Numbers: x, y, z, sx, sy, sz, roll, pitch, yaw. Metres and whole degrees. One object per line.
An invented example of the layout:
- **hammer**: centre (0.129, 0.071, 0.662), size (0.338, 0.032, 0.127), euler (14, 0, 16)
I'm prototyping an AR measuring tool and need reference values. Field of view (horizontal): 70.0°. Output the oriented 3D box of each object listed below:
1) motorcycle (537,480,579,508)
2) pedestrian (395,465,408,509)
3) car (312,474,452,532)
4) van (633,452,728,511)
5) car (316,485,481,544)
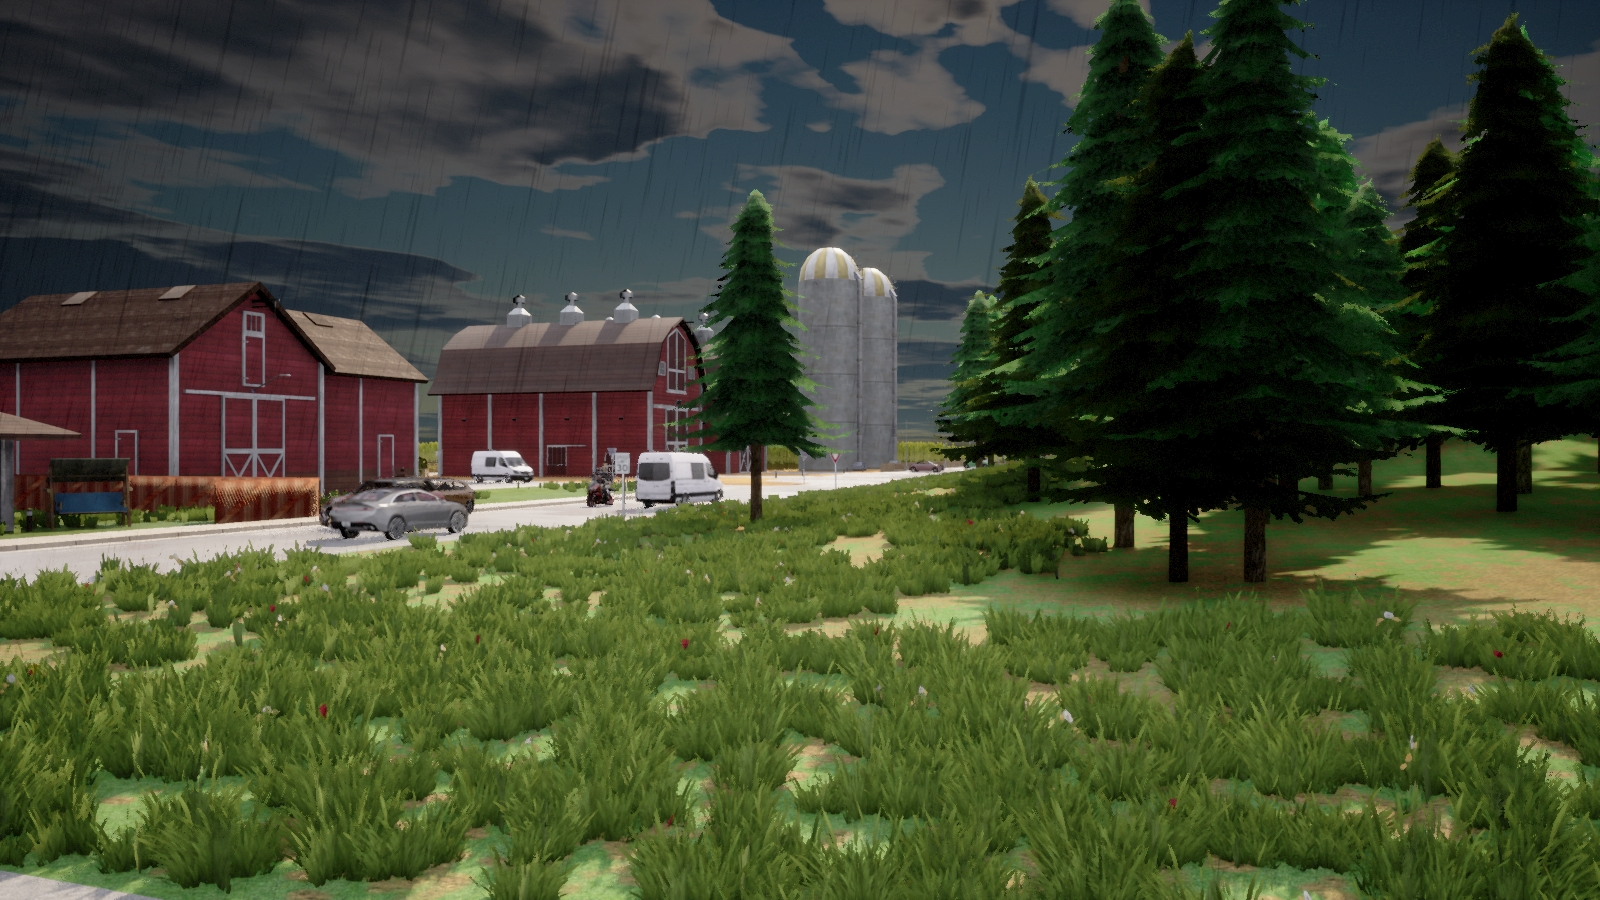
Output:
- **motorcycle**: centre (-11.366, 2.065, 53.777), size (0.867, 1.251, 2.209), euler (0, 0, 20)
- **pedestrian**: centre (-16.790, 1.555, 48.092), size (0.375, 1.860, 0.375), euler (0, 0, 14)
- **car**: centre (-14.285, 1.765, 39.337), size (2.097, 1.767, 4.553), euler (0, 0, 20)
- **van**: centre (-5.483, 1.394, 53.290), size (1.988, 2.561, 5.915), euler (0, 0, 20)
- **car**: centre (-12.152, 1.907, 34.950), size (2.128, 1.511, 4.902), euler (0, 0, 20)
